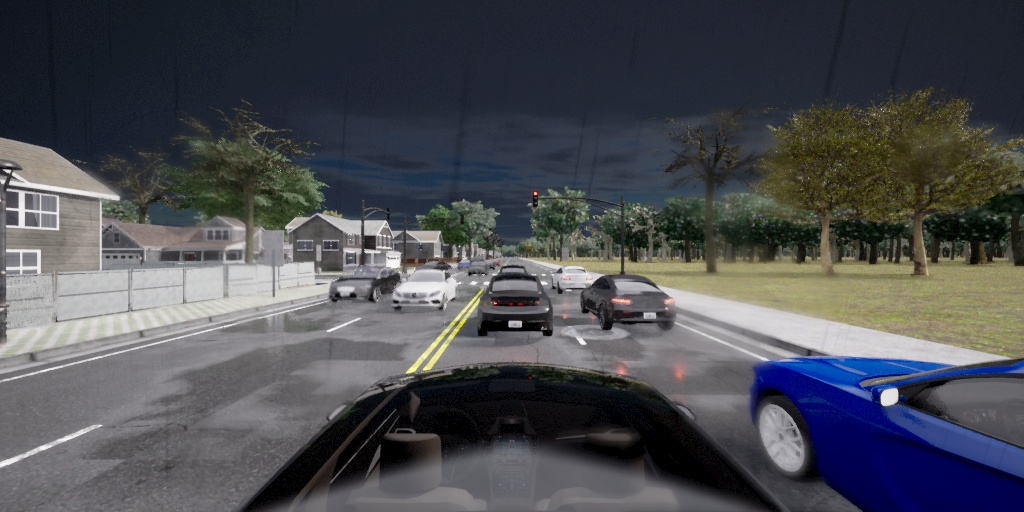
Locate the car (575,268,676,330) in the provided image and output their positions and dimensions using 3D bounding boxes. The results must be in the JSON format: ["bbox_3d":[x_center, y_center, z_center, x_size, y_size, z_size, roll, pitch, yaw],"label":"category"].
[{"bbox_3d":[3.339,1.275,10.964,1.812,1.442,4.674,0,0,0],"label":"car"}]

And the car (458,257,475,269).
[{"bbox_3d":[-6.563,1.261,50.825,1.812,1.442,4.674,0,0,0],"label":"car"}]

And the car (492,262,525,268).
[{"bbox_3d":[0.069,1.254,19.742,1.837,1.490,4.892,0,0,0],"label":"car"}]

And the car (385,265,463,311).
[{"bbox_3d":[-3.342,1.275,14.571,1.812,1.442,4.674,0,0,0],"label":"car"}]

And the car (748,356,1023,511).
[{"bbox_3d":[3.350,1.228,1.649,1.882,1.535,5.008,0,0,0],"label":"car"}]

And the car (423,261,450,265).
[{"bbox_3d":[-8.013,1.252,37.262,1.837,1.490,4.892,1,0,21],"label":"car"}]

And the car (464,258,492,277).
[{"bbox_3d":[-3.327,1.252,36.043,1.837,1.490,4.892,0,0,0],"label":"car"}]

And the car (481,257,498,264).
[{"bbox_3d":[-3.311,1.213,49.741,1.882,1.535,5.008,0,0,0],"label":"car"}]

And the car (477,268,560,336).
[{"bbox_3d":[0.088,1.255,10.326,1.837,1.490,4.892,0,0,0],"label":"car"}]

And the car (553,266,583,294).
[{"bbox_3d":[3.322,1.275,20.069,1.812,1.442,4.674,0,0,0],"label":"car"}]

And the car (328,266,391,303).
[{"bbox_3d":[-6.591,1.242,16.597,2.128,1.511,4.902,0,0,0],"label":"car"}]
